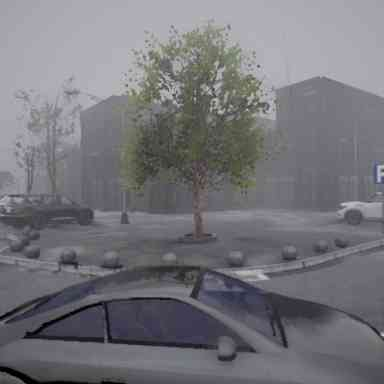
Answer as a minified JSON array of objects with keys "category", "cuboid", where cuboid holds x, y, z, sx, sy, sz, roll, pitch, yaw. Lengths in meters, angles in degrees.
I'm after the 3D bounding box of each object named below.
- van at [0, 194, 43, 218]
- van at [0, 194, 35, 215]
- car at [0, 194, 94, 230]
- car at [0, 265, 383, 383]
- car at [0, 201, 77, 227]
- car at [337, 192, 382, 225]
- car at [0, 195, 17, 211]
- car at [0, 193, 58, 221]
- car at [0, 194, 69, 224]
[{"category":"van","cuboid":[-16.109,1.185,30.097,1.878,1.987,4.442,0,0,31]},{"category":"van","cuboid":[-17.955,1.187,32.410,1.878,1.987,4.442,0,0,31]},{"category":"car","cuboid":[-8.776,1.151,20.774,2.435,2.045,5.566,0,0,32]},{"category":"car","cuboid":[-0.042,1.532,3.397,4.181,1.385,1.994,0,1,7]},{"category":"car","cuboid":[-10.626,1.433,23.030,2.163,1.488,4.792,0,0,31]},{"category":"car","cuboid":[11.800,0.958,20.098,5.566,2.045,2.435,-1,0,33]},{"category":"car","cuboid":[-23.536,1.293,39.269,2.185,1.767,4.553,0,0,31]},{"category":"car","cuboid":[-14.329,1.157,27.657,2.435,2.045,5.566,0,0,31]},{"category":"car","cuboid":[-12.484,1.155,25.344,2.435,2.045,5.566,0,0,31]}]
